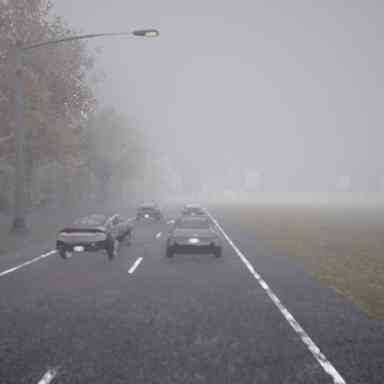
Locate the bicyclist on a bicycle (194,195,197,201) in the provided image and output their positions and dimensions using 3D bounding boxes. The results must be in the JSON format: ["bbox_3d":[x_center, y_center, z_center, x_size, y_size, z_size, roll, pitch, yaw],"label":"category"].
[{"bbox_3d":[0.969,1.606,85.197,0.582,1.620,1.656,0,0,0],"label":"bicyclist on a bicycle"}]

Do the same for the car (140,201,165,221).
[{"bbox_3d":[-3.425,1.555,27.696,1.837,1.490,4.892,0,0,0],"label":"car"}]

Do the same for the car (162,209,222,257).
[{"bbox_3d":[0.075,1.587,13.022,1.994,1.385,4.181,0,0,0],"label":"car"}]

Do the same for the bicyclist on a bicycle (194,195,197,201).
[{"bbox_3d":[0.966,1.609,94.196,0.866,1.612,1.509,0,0,0],"label":"bicyclist on a bicycle"}]

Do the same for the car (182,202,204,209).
[{"bbox_3d":[0.079,1.576,28.599,1.812,1.442,4.674,0,0,0],"label":"car"}]

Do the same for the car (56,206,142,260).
[{"bbox_3d":[-3.426,1.514,12.552,2.128,1.511,4.902,0,0,0],"label":"car"}]
